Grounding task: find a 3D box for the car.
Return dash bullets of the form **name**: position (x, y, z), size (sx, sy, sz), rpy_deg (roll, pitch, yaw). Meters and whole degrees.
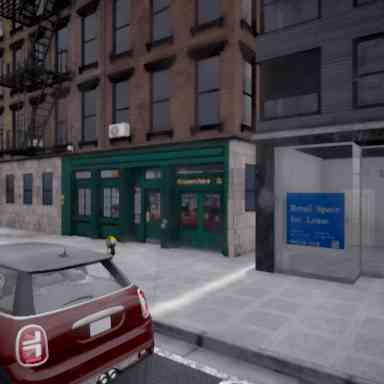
- **car**: position (-2.538, 1.435, 4.632), size (4.097, 1.590, 1.967), rpy_deg (0, 0, 36)
